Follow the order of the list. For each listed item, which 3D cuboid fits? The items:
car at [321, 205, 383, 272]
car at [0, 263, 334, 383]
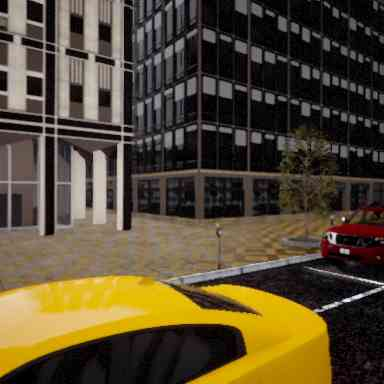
[{"bbox_3d":[6.345,1.363,10.853,5.009,1.841,2.192,0,0,-36],"label":"car"},{"bbox_3d":[-1.061,1.479,2.322,5.008,1.535,1.882,0,0,-36],"label":"car"}]
